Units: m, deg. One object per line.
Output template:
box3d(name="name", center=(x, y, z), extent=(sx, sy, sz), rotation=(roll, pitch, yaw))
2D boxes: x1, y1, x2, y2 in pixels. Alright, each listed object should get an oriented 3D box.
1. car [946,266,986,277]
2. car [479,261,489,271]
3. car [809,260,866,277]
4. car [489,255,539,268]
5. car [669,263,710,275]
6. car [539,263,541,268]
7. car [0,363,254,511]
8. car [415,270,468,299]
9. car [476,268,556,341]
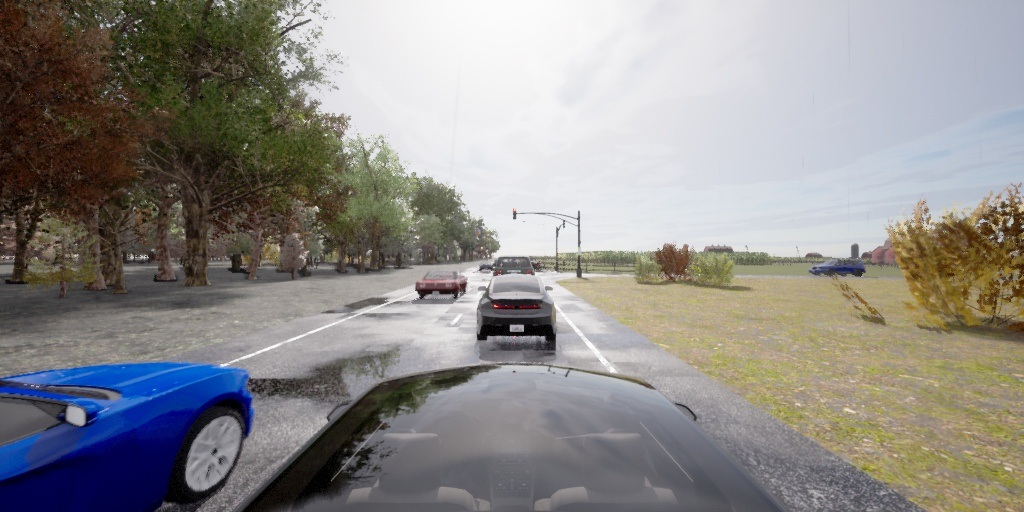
box3d(name="car", center=(48.925, 1.807, 39.221), extent=(4.674, 1.442, 1.812), rotation=(1, -1, 0))
box3d(name="car", center=(-3.410, 1.357, 49.731), extent=(1.895, 1.301, 4.718), rotation=(0, 0, 0))
box3d(name="car", center=(38.847, 1.452, 42.862), extent=(5.566, 2.045, 2.150), rotation=(0, -1, 0))
box3d(name="car", center=(0.099, 0.976, 19.797), extent=(2.150, 2.045, 5.566), rotation=(0, 0, 0))
box3d(name="car", center=(21.095, 1.544, 42.942), extent=(4.892, 1.490, 1.837), rotation=(1, -1, 0))
box3d(name="car", center=(1.935, 1.240, 49.379), extent=(1.882, 1.535, 5.008), rotation=(-1, 1, -35))
box3d(name="car", center=(-3.399, 1.228, 1.385), extent=(1.882, 1.535, 5.008), rotation=(0, 0, 0))
box3d(name="car", center=(-3.403, 1.355, 18.247), extent=(1.895, 1.301, 4.718), rotation=(0, 0, 0))
box3d(name="car", center=(0.099, 1.257, 9.881), extent=(1.837, 1.490, 4.892), rotation=(0, 0, 0))
